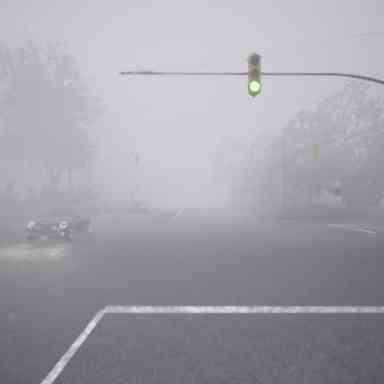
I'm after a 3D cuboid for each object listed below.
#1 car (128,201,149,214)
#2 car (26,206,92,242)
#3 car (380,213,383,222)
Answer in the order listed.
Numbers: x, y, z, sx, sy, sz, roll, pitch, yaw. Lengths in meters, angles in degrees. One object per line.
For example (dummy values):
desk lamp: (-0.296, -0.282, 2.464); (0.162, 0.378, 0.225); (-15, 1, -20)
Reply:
car: (-6.991, 1.933, 43.627); (2.097, 1.767, 4.553); (0, -1, 0)
car: (-6.995, 1.594, 17.937); (2.097, 1.767, 4.553); (0, -1, 0)
car: (17.413, 1.843, 26.173); (4.902, 1.511, 2.128); (0, -1, -3)
